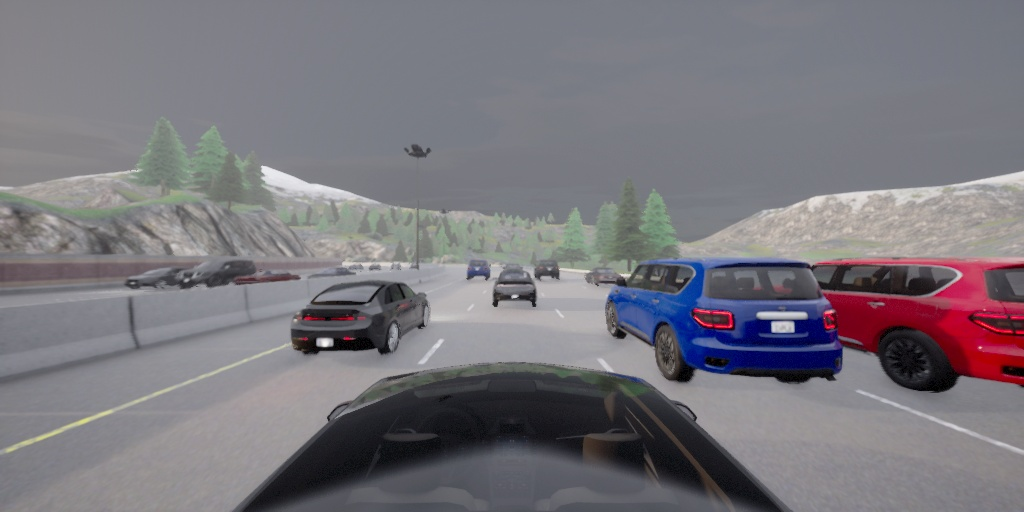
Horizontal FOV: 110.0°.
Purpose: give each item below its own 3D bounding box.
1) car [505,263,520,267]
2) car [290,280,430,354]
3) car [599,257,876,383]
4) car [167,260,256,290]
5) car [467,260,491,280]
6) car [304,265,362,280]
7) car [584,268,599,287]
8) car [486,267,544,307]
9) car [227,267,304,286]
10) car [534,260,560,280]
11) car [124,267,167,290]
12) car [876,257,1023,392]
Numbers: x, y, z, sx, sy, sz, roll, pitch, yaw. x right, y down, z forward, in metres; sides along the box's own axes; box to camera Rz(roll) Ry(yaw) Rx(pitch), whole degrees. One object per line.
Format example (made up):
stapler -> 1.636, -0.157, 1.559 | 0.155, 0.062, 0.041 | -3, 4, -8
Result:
car -> 0.035, 1.532, 36.698 | 2.097, 1.767, 4.553 | 0, -1, -2
car -> -3.406, 1.345, 8.973 | 1.837, 1.490, 4.892 | 0, 0, 0
car -> 3.588, 1.045, 7.405 | 2.150, 2.045, 5.566 | 0, 0, 0
car -> -21.062, 1.266, 25.975 | 2.150, 2.045, 5.566 | 0, -1, 0
car -> -3.456, 1.414, 37.594 | 2.150, 2.045, 5.566 | 0, -1, -2
car -> -14.054, 1.617, 28.036 | 2.033, 1.411, 5.357 | 0, -1, 0
car -> 7.145, 1.630, 28.532 | 2.033, 1.411, 5.357 | 0, -1, 0
car -> 0.123, 1.427, 16.685 | 2.128, 1.511, 4.902 | 0, -1, 0
car -> -17.563, 1.643, 25.893 | 1.895, 1.301, 4.718 | 0, -1, 0
car -> 3.551, 1.412, 37.245 | 2.150, 2.045, 5.566 | 0, -1, -2
car -> -24.572, 1.542, 25.645 | 1.837, 1.490, 4.892 | 0, -1, 0
car -> 7.082, 1.041, 6.985 | 2.150, 2.045, 5.566 | 0, 0, 0
